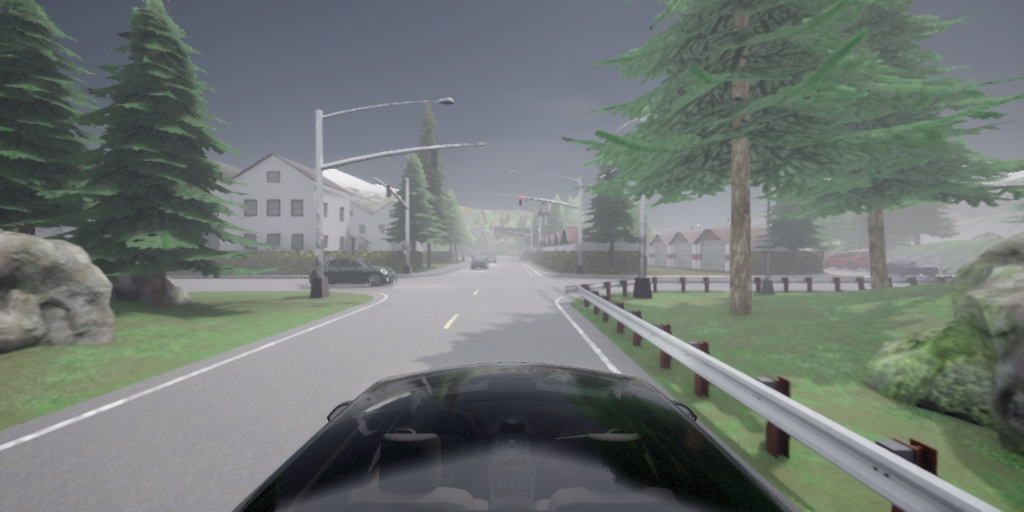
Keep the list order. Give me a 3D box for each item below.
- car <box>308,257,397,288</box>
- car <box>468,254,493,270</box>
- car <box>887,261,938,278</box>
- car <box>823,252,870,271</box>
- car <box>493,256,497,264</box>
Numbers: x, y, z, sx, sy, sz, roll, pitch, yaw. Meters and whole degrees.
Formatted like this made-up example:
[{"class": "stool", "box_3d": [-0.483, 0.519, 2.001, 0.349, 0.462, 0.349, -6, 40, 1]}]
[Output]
[{"class": "car", "box_3d": [-9.142, 0.871, 20.883, 4.553, 1.767, 2.097, 0, 1, -4]}, {"class": "car", "box_3d": [-3.647, 0.851, 41.249, 2.033, 1.411, 5.357, 0, 1, 0]}, {"class": "car", "box_3d": [31.636, 1.029, 28.652, 1.895, 1.301, 4.718, 1, 1, 30]}, {"class": "car", "box_3d": [37.299, 0.534, 39.879, 2.150, 2.045, 5.566, 0, 0, -2]}, {"class": "car", "box_3d": [-3.597, 0.555, 62.600, 2.128, 1.511, 4.902, 0, 1, 0]}]
